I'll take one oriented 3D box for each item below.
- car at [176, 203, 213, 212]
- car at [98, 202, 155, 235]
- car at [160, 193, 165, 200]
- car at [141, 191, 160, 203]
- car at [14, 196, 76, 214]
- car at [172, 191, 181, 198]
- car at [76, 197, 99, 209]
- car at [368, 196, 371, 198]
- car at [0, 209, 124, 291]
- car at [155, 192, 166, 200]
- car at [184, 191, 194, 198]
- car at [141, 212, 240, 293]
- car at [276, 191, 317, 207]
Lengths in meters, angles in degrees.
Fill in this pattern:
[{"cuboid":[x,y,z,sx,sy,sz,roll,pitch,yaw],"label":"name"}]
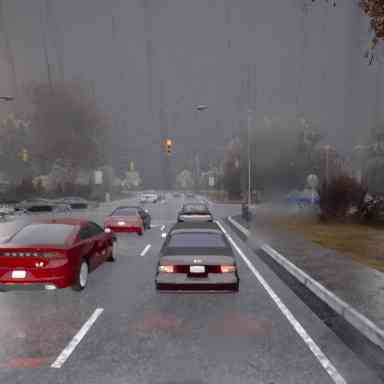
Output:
[{"cuboid":[0.138,1.380,18.611,2.128,1.511,4.902,0,0,-1],"label":"car"},{"cuboid":[-3.390,1.458,17.980,1.994,1.385,4.181,0,1,0],"label":"car"},{"cuboid":[-7.021,0.962,65.409,2.128,1.511,4.902,0,1,0],"label":"car"},{"cuboid":[-7.066,0.790,55.237,2.150,2.045,5.566,0,1,0],"label":"car"},{"cuboid":[-13.863,1.274,30.922,4.902,1.511,2.128,0,1,-3],"label":"car"},{"cuboid":[-3.950,0.786,86.094,1.895,1.301,4.718,0,1,-4],"label":"car"},{"cuboid":[-12.574,1.232,35.774,4.902,1.511,2.128,0,1,-20],"label":"car"},{"cuboid":[24.086,1.216,43.767,5.357,1.411,2.033,0,1,-3],"label":"car"},{"cuboid":[-3.393,1.445,8.993,1.882,1.535,5.008,0,0,0],"label":"car"},{"cuboid":[-7.086,0.871,75.797,2.128,1.511,4.902,0,1,-1],"label":"car"},{"cuboid":[-0.449,0.714,86.177,2.128,1.511,4.902,0,1,-4],"label":"car"},{"cuboid":[0.104,1.515,8.919,2.033,1.411,5.357,0,0,0],"label":"car"},{"cuboid":[13.785,0.895,43.189,5.566,2.045,2.150,0,1,-4],"label":"car"}]
